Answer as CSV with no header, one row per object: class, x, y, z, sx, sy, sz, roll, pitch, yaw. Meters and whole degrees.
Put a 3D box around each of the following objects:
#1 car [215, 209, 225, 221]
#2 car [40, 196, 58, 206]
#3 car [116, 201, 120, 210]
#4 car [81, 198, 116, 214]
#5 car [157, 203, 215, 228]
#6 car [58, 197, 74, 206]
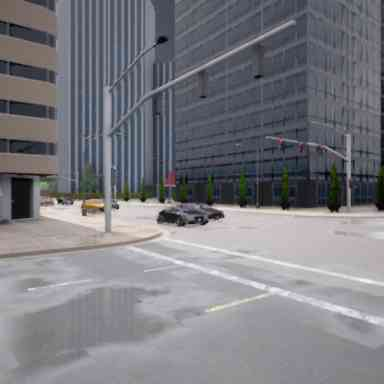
car,0.322,1.595,27.597,2.033,1.411,5.357,0,0,-39
car,-24.081,1.400,54.589,2.097,1.767,4.553,0,0,-36
car,-10.853,1.551,42.521,1.837,1.490,4.892,0,0,-37
car,-10.394,1.527,36.033,1.882,1.535,5.008,0,0,-37
car,-0.721,1.613,23.021,1.994,1.385,4.181,0,0,-37
car,-22.021,1.569,57.704,2.128,1.511,4.902,0,0,-37
